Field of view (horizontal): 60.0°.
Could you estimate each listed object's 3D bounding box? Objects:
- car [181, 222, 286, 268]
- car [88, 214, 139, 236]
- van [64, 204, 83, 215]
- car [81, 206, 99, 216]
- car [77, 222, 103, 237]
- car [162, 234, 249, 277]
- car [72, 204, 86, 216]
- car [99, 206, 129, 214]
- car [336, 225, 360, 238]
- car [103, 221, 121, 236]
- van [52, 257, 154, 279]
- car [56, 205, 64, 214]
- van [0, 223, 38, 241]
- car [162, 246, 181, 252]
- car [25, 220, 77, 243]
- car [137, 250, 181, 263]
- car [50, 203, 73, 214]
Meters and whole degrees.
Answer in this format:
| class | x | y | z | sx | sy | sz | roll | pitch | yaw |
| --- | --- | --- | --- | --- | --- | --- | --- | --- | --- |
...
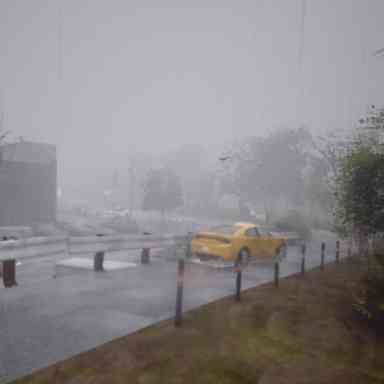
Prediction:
| class | x | y | z | sx | sy | sz | roll | pitch | yaw |
| --- | --- | --- | --- | --- | --- | --- | --- | --- | --- |
| car | 2.067 | 1.997 | 13.364 | 1.882 | 1.535 | 5.008 | 1 | -4 | 40 |
| car | -8.854 | 3.963 | 38.332 | 5.566 | 2.045 | 2.435 | 0 | 1 | 17 |
| van | -22.615 | 3.435 | 65.883 | 1.878 | 1.987 | 4.442 | 1 | 1 | 19 |
| car | -17.840 | 3.772 | 62.417 | 1.946 | 1.575 | 5.366 | 1 | 1 | 19 |
| car | -12.384 | 3.963 | 33.624 | 5.566 | 2.045 | 2.435 | 0 | 0 | 17 |
| car | 0.991 | 4.307 | 23.218 | 5.566 | 2.045 | 2.435 | 2 | 1 | 17 |
| car | -20.248 | 3.759 | 64.117 | 2.002 | 1.452 | 4.674 | 1 | 1 | 19 |
| car | -13.204 | 3.649 | 58.453 | 2.435 | 2.045 | 5.566 | 1 | 1 | 19 |
| car | 15.394 | 3.639 | 32.732 | 2.097 | 1.767 | 4.553 | 1 | -3 | 21 |
| car | -10.594 | 4.244 | 35.990 | 4.792 | 1.488 | 2.163 | 0 | 0 | 17 |
| van | -4.420 | 4.334 | 15.974 | 4.442 | 1.987 | 1.878 | 2 | 1 | 17 |
| car | -24.917 | 3.598 | 67.886 | 2.097 | 1.535 | 5.008 | 1 | 1 | 19 |
| van | -16.112 | 3.986 | 28.951 | 4.442 | 1.987 | 1.878 | 0 | 1 | 17 |
| car | -0.897 | 4.305 | 20.809 | 5.566 | 2.045 | 2.435 | 2 | 2 | 17 |
| car | -14.178 | 3.962 | 31.271 | 5.566 | 2.045 | 2.435 | 0 | 0 | 17 |
| car | -2.674 | 4.433 | 18.394 | 4.553 | 1.767 | 2.185 | 2 | 2 | 17 |
| car | -27.280 | 3.413 | 69.734 | 2.185 | 1.767 | 4.553 | 1 | 1 | 19 |
